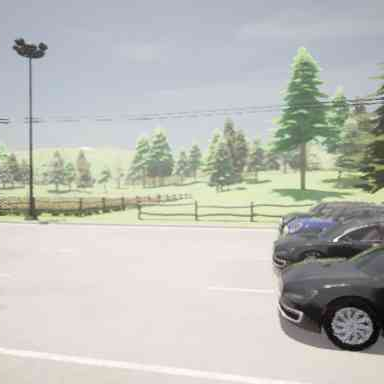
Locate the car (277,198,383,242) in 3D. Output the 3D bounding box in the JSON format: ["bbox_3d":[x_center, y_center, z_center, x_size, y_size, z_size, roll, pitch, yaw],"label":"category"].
[{"bbox_3d":[6.328,1.203,15.329,4.553,1.767,2.097,0,1,12],"label":"car"}]

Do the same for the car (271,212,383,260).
[{"bbox_3d":[4.549,1.419,8.552,4.892,1.490,1.837,0,1,12],"label":"car"}]

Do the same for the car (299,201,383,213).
[{"bbox_3d":[5.600,1.234,11.905,4.553,1.767,2.097,0,1,12],"label":"car"}]

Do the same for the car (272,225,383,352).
[{"bbox_3d":[3.828,1.450,5.129,4.892,1.490,1.837,0,1,12],"label":"car"}]
